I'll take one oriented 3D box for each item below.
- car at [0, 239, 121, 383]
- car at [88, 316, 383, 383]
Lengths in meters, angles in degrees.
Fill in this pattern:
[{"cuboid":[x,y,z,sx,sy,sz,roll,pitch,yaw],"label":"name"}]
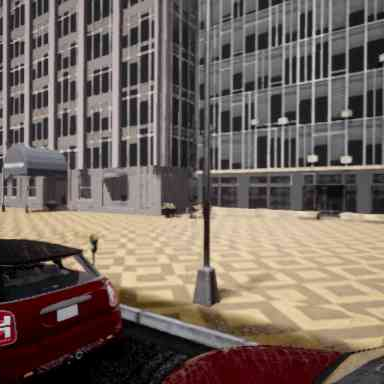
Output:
[{"cuboid":[-3.034,1.437,5.029,4.097,1.590,1.967,0,1,36],"label":"car"},{"cuboid":[1.559,1.582,1.753,4.206,1.307,1.802,0,1,36],"label":"car"}]
